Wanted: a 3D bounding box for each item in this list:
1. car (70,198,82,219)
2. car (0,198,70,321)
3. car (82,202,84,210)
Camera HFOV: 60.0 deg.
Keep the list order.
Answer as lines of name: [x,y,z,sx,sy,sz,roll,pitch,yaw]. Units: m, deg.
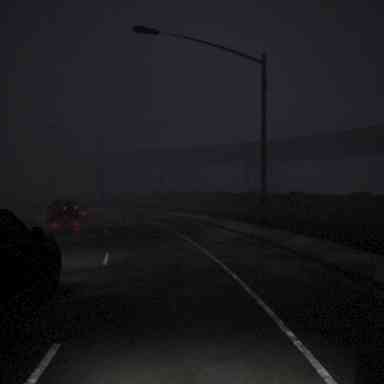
car: [-10.904,1.312,27.816,2.097,1.767,4.553,-1,0,-28]
car: [-3.845,1.214,5.171,2.150,2.045,5.566,0,0,-5]
car: [-14.265,1.417,38.900,2.128,1.511,4.902,-1,1,-39]
